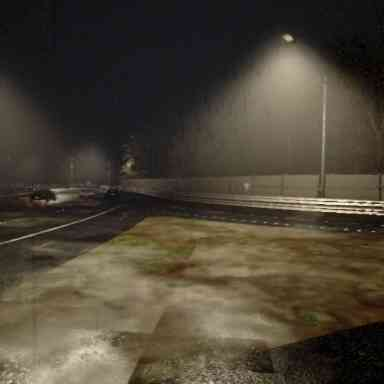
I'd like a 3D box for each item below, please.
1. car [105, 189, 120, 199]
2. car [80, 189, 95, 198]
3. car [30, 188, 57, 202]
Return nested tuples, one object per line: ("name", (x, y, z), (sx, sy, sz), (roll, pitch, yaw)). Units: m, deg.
("car", (-10.810, 0.250, 45.339), (1.994, 1.385, 4.181), (1, 1, -13))
("car", (-14.672, 0.183, 46.877), (1.895, 1.301, 4.718), (1, 1, -13))
("car", (-16.222, 0.340, 36.383), (1.812, 1.442, 4.674), (1, 1, -8))
